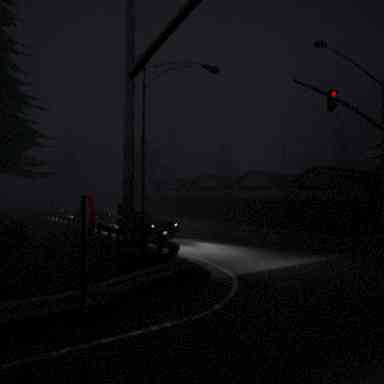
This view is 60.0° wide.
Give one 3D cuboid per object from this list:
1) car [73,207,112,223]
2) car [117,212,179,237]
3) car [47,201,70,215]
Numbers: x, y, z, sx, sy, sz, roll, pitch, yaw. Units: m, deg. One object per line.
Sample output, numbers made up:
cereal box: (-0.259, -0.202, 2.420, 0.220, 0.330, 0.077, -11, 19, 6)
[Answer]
car: (-8.414, 1.899, 27.928, 1.895, 1.301, 4.718, 1, 0, -35)
car: (-2.703, 1.899, 19.776, 1.895, 1.301, 4.718, 1, 0, -35)
car: (-15.316, 1.789, 38.099, 2.128, 1.511, 4.902, 1, 0, -31)
